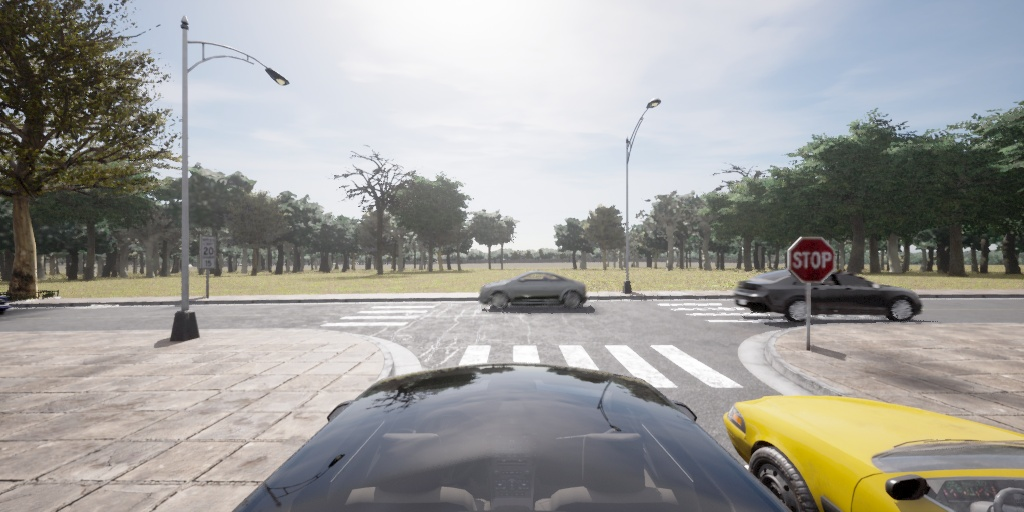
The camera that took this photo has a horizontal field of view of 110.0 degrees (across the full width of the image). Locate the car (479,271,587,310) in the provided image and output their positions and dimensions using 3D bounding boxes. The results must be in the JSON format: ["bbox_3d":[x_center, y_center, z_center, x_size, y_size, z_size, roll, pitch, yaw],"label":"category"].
[{"bbox_3d":[0.802,1.279,14.014,4.181,1.385,1.994,0,0,0],"label":"car"}]

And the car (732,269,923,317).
[{"bbox_3d":[9.492,1.146,10.988,4.892,1.490,1.837,0,0,0],"label":"car"}]

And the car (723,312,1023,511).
[{"bbox_3d":[2.634,1.275,1.081,1.751,1.417,4.829,0,0,0],"label":"car"}]

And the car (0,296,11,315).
[{"bbox_3d":[-19.136,1.604,11.232,4.718,1.301,1.895,-1,0,1],"label":"car"}]
